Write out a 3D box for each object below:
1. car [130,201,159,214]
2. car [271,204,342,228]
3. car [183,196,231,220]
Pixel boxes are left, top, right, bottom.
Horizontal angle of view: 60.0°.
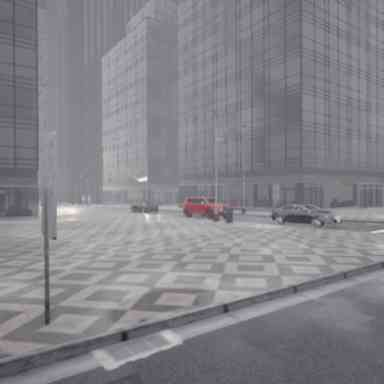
[{"bbox_3d":[-5.910,1.886,41.129,1.882,1.535,5.008,-1,-1,-36],"label":"car"},{"bbox_3d":[7.578,1.546,22.440,2.128,1.511,4.902,0,-1,-36],"label":"car"},{"bbox_3d":[1.328,1.439,31.079,2.150,2.045,5.566,0,-1,-37],"label":"car"}]
